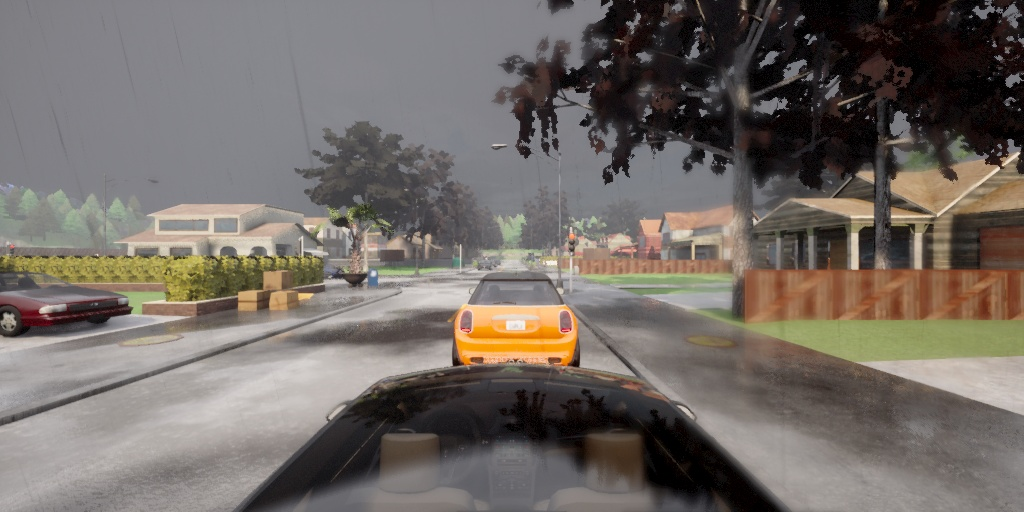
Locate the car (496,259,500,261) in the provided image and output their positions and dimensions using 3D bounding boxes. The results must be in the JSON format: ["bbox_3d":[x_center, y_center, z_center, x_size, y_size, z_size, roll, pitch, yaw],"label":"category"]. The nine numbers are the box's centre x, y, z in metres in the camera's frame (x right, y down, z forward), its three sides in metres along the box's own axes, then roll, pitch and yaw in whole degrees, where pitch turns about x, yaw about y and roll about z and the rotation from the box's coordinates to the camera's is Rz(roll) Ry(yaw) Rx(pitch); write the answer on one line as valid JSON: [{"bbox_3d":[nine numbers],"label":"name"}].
[{"bbox_3d":[-3.574,1.242,60.931,2.128,1.511,4.902,0,0,1],"label":"car"}]

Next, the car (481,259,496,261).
[{"bbox_3d":[-3.686,1.254,49.935,1.837,1.490,4.892,0,0,1],"label":"car"}]

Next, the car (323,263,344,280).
[{"bbox_3d":[-16.600,1.314,30.548,4.181,1.385,1.994,0,0,1],"label":"car"}]

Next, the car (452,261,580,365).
[{"bbox_3d":[0.097,1.102,7.727,2.097,1.767,4.553,0,0,1],"label":"car"}]

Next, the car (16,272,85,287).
[{"bbox_3d":[-33.174,1.314,26.603,4.181,1.385,1.994,0,0,1],"label":"car"}]
